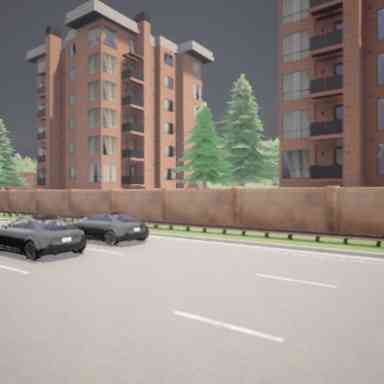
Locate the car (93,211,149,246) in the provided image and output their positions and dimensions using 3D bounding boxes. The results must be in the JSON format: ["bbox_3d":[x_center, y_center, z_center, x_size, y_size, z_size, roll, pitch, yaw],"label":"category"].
[{"bbox_3d":[-3.979,1.583,15.395,4.181,1.385,1.994,0,0,36],"label":"car"}]

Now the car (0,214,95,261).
[{"bbox_3d":[-5.862,1.584,12.437,4.181,1.385,1.994,0,0,36],"label":"car"}]
